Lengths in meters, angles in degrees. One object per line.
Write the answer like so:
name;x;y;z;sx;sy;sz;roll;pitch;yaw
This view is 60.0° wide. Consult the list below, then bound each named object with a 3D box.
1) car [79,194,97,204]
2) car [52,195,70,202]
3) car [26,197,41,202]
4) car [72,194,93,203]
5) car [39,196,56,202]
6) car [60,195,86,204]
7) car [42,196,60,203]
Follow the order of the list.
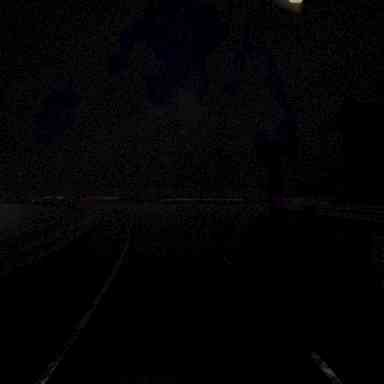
car;-21.086;1.697;67.543;1.882;1.535;5.008;0;0;-41
car;-33.485;1.654;84.739;5.008;1.535;1.882;0;0;37
car;-37.924;1.784;79.326;4.718;1.301;1.895;0;0;37
car;-25.711;1.479;77.813;5.566;2.045;2.150;0;0;43
car;-35.716;1.778;82.041;4.718;1.301;1.895;0;0;37
car;-23.154;1.763;64.568;2.033;1.411;5.357;0;0;-41
car;-30.285;1.854;72.424;4.718;1.301;1.895;0;0;43
